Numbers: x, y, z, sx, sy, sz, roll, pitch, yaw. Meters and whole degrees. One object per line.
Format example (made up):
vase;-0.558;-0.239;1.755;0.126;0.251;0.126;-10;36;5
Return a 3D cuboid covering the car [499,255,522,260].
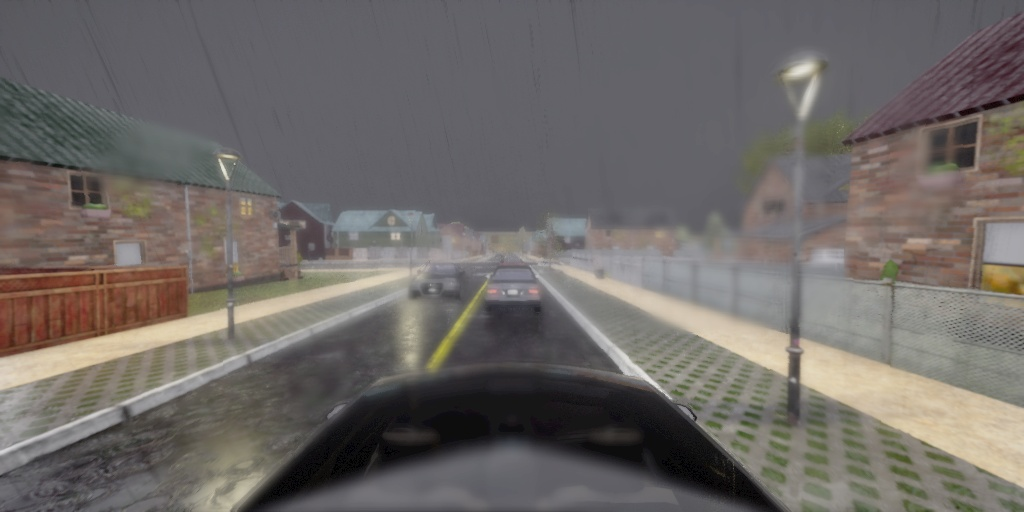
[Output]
car;0.091;0.817;27.528;1.895;1.301;4.718;0;1;0

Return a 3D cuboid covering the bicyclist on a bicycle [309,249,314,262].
bicyclist on a bicycle;-24.875;-0.090;44.430;0.582;1.620;1.656;0;4;-16

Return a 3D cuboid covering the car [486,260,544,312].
car;0.092;1.059;12.816;2.033;1.411;5.357;0;1;0

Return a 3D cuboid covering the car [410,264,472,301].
car;-2.844;1.030;15.022;1.994;1.385;4.181;0;1;0
